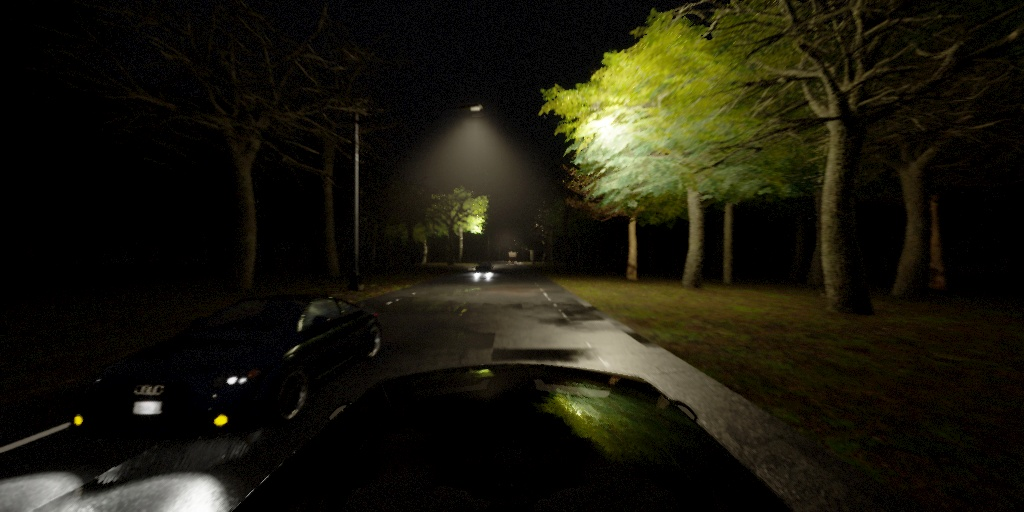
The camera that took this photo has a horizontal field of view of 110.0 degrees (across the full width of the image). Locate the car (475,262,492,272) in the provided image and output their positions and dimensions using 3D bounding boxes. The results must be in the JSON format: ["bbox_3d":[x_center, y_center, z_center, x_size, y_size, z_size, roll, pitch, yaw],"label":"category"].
[{"bbox_3d":[-3.561,1.405,45.870,1.895,1.301,4.718,0,0,0],"label":"car"}]

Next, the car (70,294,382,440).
[{"bbox_3d":[-3.595,1.315,5.530,1.994,1.385,4.181,0,0,0],"label":"car"}]
